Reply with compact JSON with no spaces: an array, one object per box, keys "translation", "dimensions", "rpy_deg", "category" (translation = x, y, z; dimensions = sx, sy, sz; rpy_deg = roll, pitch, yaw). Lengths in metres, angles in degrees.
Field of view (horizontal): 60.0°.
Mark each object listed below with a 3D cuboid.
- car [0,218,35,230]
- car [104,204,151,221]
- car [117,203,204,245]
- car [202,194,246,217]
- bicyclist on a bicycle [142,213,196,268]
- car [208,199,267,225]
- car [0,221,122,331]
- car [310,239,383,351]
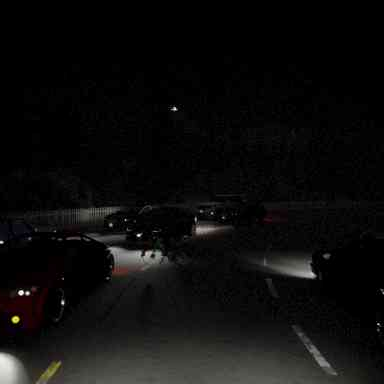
[{"translation":[-6.287,1.547,10.286],"dimensions":[2.033,1.411,5.357],"rpy_deg":[0,0,9],"category":"car"},{"translation":[-3.226,1.491,19.919],"dimensions":[2.128,1.511,4.902],"rpy_deg":[0,0,27],"category":"car"},{"translation":[-1.260,1.505,15.702],"dimensions":[1.837,1.490,4.892],"rpy_deg":[0,0,22],"category":"car"},{"translation":[2.661,1.221,28.598],"dimensions":[2.150,2.045,5.566],"rpy_deg":[0,0,44],"category":"car"},{"translation":[-0.723,1.455,9.923],"dimensions":[1.656,1.620,0.582],"rpy_deg":[-2,0,10],"category":"bicyclist on a bicycle"},{"translation":[3.709,1.491,24.466],"dimensions":[2.128,1.511,4.902],"rpy_deg":[0,0,40],"category":"car"},{"translation":[-3.125,1.564,6.936],"dimensions":[1.994,1.385,4.181],"rpy_deg":[0,0,6],"category":"car"},{"translation":[3.659,1.548,5.823],"dimensions":[2.033,1.411,5.357],"rpy_deg":[0,0,5],"category":"car"}]
